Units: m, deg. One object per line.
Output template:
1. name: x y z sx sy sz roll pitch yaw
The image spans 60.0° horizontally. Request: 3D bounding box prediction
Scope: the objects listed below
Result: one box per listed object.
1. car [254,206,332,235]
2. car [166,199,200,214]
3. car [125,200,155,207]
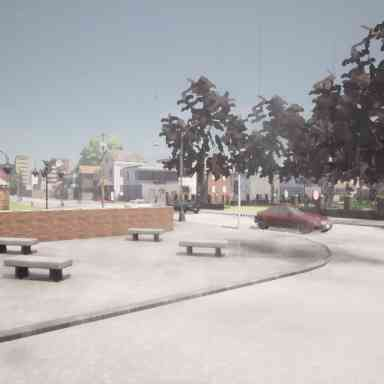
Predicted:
1. car: 5.659 1.526 19.132 1.812 1.442 4.674 0 0 -37
2. car: -1.065 1.505 35.651 1.837 1.490 4.892 0 0 -36
3. car: -5.450 1.526 34.637 1.812 1.442 4.674 0 0 -35
